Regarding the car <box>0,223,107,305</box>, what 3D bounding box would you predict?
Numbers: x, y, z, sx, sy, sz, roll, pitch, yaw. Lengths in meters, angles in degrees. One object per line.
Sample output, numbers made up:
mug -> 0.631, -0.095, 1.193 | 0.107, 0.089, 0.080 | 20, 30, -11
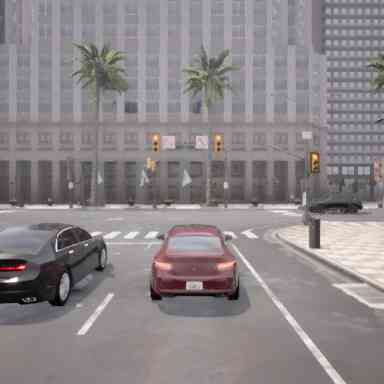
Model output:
car -> -3.440, 1.505, 8.042 | 1.837, 1.490, 4.892 | 0, 0, 0

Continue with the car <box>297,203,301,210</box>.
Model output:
car -> 14.601, 1.491, 38.085 | 4.902, 1.511, 2.128 | 0, 0, 0

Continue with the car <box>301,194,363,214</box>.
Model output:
car -> 14.734, 1.221, 34.585 | 5.566, 2.045, 2.150 | 0, 0, 0

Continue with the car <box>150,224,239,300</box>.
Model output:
car -> 0.069, 1.526, 8.296 | 1.812, 1.442, 4.674 | 0, 0, 1
